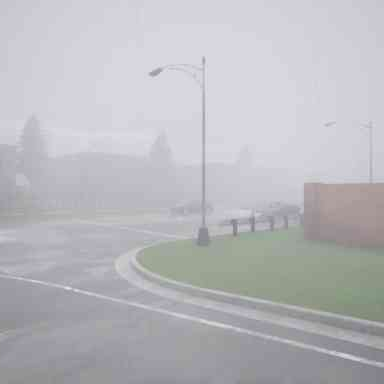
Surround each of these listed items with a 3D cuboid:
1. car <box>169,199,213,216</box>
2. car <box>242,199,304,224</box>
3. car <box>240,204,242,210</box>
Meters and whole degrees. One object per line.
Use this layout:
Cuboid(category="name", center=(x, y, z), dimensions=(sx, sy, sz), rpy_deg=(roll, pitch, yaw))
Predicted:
Cuboid(category="car", center=(-0.054, 1.478, 33.258), dimensions=(5.008, 1.535, 1.882), rpy_deg=(0, 0, -42))
Cuboid(category="car", center=(6.324, 1.491, 24.860), dimensions=(4.902, 1.511, 2.128), rpy_deg=(0, 0, -42))
Cuboid(category="car", center=(7.746, 1.564, 40.399), dimensions=(4.181, 1.385, 1.994), rpy_deg=(0, 0, -42))
